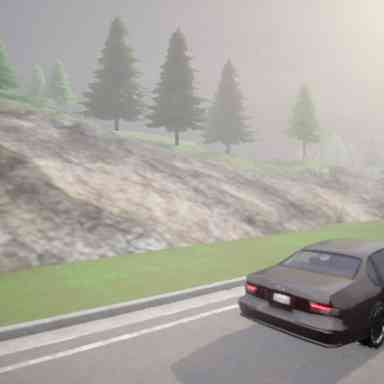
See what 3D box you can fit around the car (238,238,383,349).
[{"bbox_3d":[3.247,1.644,6.476,5.357,1.411,2.033,1,-1,-40],"label":"car"}]
